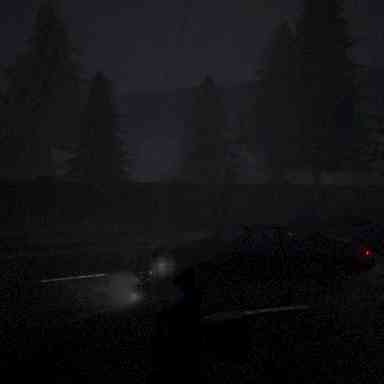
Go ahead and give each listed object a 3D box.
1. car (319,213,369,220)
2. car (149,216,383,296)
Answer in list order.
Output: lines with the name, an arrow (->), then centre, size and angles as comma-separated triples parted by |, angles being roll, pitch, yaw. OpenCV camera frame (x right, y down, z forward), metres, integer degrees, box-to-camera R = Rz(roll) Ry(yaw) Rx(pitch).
car -> 5.093, 1.467, 12.005 | 4.181, 1.385, 1.994 | 1, 1, -1
car -> 1.687, 1.461, 8.133 | 5.357, 1.411, 2.033 | 0, 1, -13
